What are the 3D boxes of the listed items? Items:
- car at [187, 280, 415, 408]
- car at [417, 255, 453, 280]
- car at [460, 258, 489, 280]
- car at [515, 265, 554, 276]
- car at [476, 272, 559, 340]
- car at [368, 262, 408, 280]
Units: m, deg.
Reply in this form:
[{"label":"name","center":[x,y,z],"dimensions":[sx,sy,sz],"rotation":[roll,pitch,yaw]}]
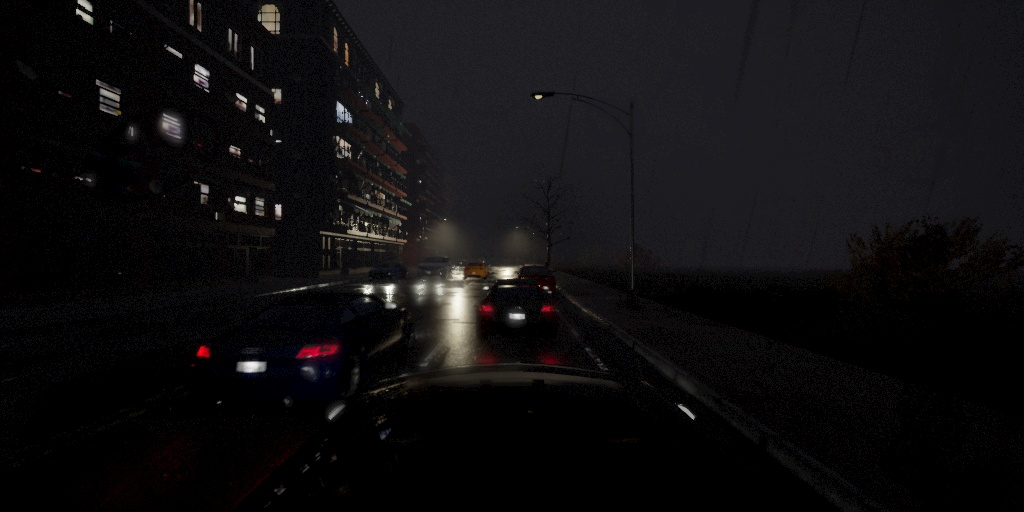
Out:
[{"label":"car","center":[-3.146,1.314,6.339],"dimensions":[1.994,1.385,4.181],"rotation":[0,0,0]},{"label":"car","center":[-6.556,0.973,31.058],"dimensions":[2.150,2.045,5.566],"rotation":[0,0,0]},{"label":"car","center":[-3.103,1.230,31.757],"dimensions":[1.882,1.535,5.008],"rotation":[0,0,0]},{"label":"car","center":[1.163,1.230,18.896],"dimensions":[1.882,1.535,5.008],"rotation":[0,0,0]},{"label":"car","center":[0.114,1.315,9.976],"dimensions":[1.994,1.385,4.181],"rotation":[0,0,0]},{"label":"car","center":[-9.810,1.230,28.662],"dimensions":[1.882,1.535,5.008],"rotation":[0,0,0]}]
